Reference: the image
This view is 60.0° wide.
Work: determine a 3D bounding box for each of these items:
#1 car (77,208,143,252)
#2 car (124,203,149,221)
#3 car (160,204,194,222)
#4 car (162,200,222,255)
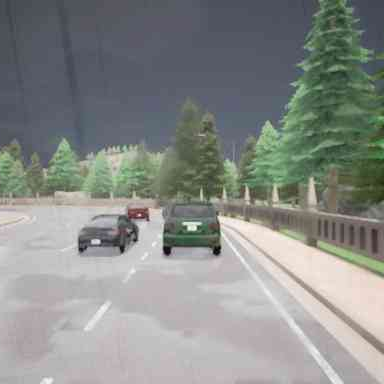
[{"bbox_3d":[-3.498,1.660,14.386,1.812,1.442,4.674,0,0,0],"label":"car"},{"bbox_3d":[-5.018,1.754,29.781,1.882,1.535,5.008,0,0,-16],"label":"car"},{"bbox_3d":[-1.483,1.828,30.209,2.033,1.411,5.357,0,-1,-15],"label":"car"},{"bbox_3d":[0.001,1.347,14.007,2.150,2.045,5.566,0,0,0],"label":"car"}]
